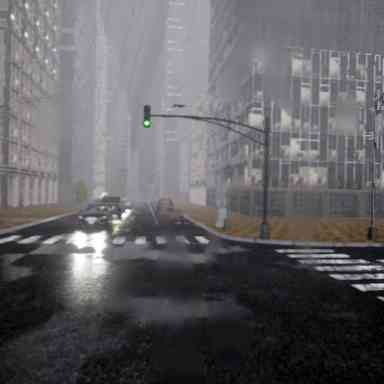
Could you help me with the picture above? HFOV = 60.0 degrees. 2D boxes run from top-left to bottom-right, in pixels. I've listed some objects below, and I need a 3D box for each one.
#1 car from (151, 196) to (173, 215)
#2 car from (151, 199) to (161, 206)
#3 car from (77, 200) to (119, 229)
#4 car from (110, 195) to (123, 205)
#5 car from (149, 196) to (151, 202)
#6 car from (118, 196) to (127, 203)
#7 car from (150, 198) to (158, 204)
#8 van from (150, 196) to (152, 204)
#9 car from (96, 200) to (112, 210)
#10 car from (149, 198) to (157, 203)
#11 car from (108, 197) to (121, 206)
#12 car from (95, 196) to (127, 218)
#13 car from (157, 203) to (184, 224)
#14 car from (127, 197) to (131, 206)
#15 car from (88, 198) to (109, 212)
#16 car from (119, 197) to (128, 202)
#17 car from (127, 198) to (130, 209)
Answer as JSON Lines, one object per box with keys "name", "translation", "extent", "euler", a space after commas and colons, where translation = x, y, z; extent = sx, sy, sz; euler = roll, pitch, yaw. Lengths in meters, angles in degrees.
{"name": "car", "translation": [-3.135, 1.619, 37.555], "extent": [2.192, 1.841, 5.009], "euler": [0, 0, -8]}
{"name": "car", "translation": [-7.033, 2.027, 64.898], "extent": [1.887, 1.381, 4.507], "euler": [0, 0, -8]}
{"name": "car", "translation": [-6.442, 1.578, 22.561], "extent": [2.128, 1.511, 4.902], "euler": [1, -1, -8]}
{"name": "car", "translation": [-15.608, 1.656, 69.231], "extent": [2.192, 1.841, 5.009], "euler": [1, 0, -8]}
{"name": "car", "translation": [-6.250, 1.888, 59.431], "extent": [1.967, 1.590, 4.097], "euler": [0, 0, -8]}
{"name": "car", "translation": [-17.955, 1.885, 85.636], "extent": [1.967, 1.590, 4.097], "euler": [1, 0, -8]}
{"name": "car", "translation": [-9.402, 2.113, 81.474], "extent": [1.752, 1.417, 4.829], "euler": [0, 0, -8]}
{"name": "van", "translation": [-5.468, 1.753, 53.963], "extent": [1.690, 1.788, 3.998], "euler": [0, 0, -8]}
{"name": "car", "translation": [-12.484, 1.781, 47.354], "extent": [1.802, 1.307, 4.206], "euler": [0, 0, -8]}
{"name": "car", "translation": [-10.160, 2.167, 86.774], "extent": [1.887, 1.381, 4.507], "euler": [0, 0, -8]}
{"name": "car", "translation": [-14.828, 1.746, 63.761], "extent": [1.967, 1.590, 4.097], "euler": [1, 0, -8]}
{"name": "car", "translation": [-7.829, 1.374, 32.333], "extent": [2.150, 2.045, 5.566], "euler": [1, -1, -8]}
{"name": "car", "translation": [-1.593, 1.812, 26.612], "extent": [1.802, 1.307, 4.206], "euler": [0, 0, -8]}
{"name": "car", "translation": [-10.576, 1.883, 51.804], "extent": [1.895, 1.301, 4.718], "euler": [1, -1, -8]}
{"name": "car", "translation": [-11.701, 1.603, 41.886], "extent": [1.967, 1.590, 4.097], "euler": [0, 0, -8]}
{"name": "car", "translation": [-18.737, 2.030, 91.105], "extent": [2.008, 1.369, 4.403], "euler": [1, 0, -8]}
{"name": "car", "translation": [-9.215, 1.819, 42.020], "extent": [1.895, 1.301, 4.718], "euler": [1, -1, -8]}
